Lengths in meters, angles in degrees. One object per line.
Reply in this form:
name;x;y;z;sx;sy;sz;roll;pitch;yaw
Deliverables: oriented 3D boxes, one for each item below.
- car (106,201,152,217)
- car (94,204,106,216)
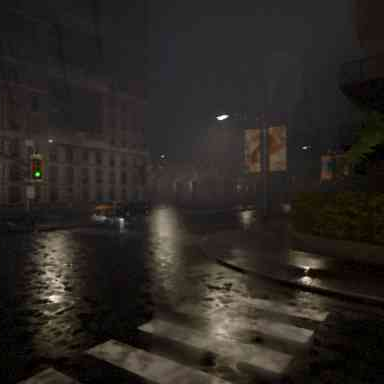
car;-6.340;1.822;35.314;1.837;1.490;4.892;-1;-1;36
car;-8.838;1.838;37.856;1.882;1.535;5.008;-1;-1;35
